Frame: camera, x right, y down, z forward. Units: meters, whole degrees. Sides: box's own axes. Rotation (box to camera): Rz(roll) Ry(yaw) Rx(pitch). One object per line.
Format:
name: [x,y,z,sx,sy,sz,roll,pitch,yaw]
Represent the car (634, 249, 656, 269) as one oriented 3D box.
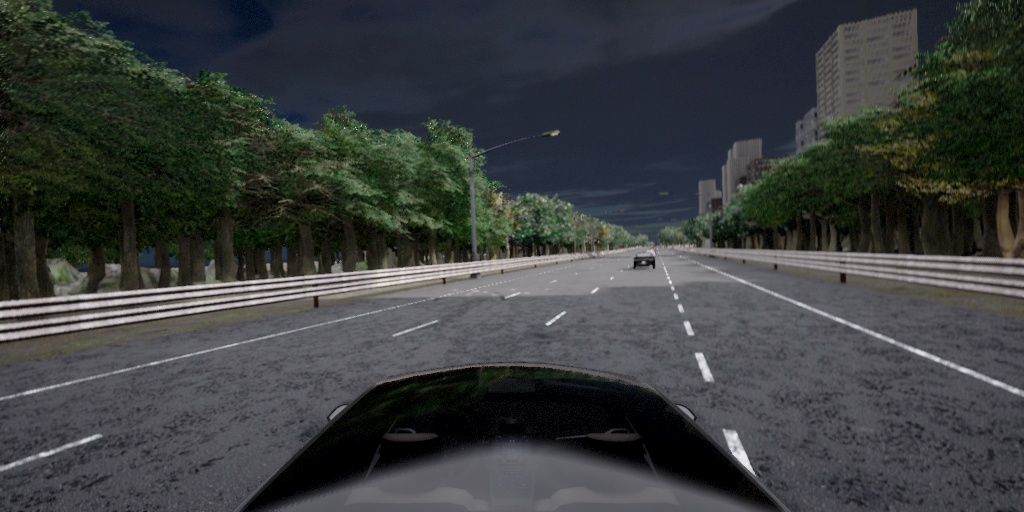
car: [12.955,0.372,34.994,1.882,1.535,5.008,-2,1,22]
